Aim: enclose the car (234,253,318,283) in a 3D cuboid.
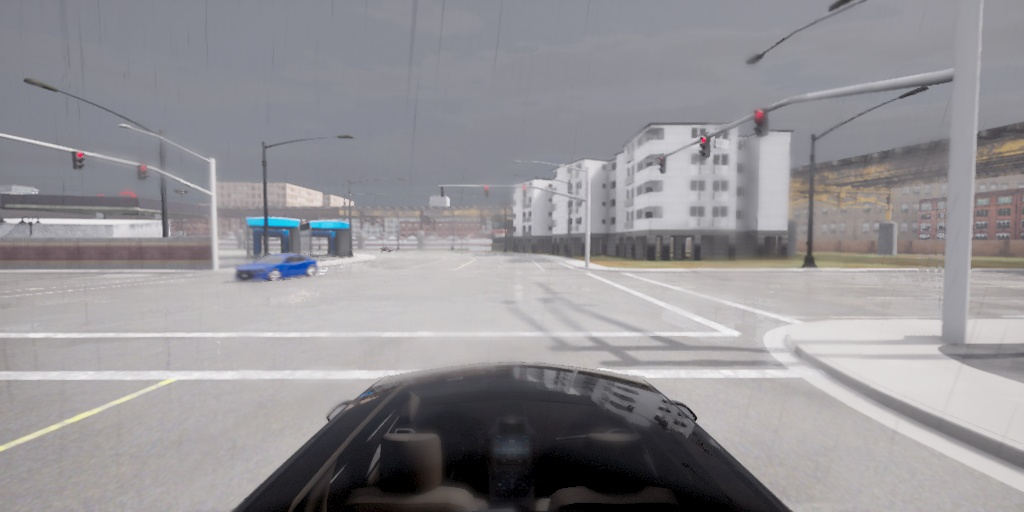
[{"bbox_3d":[-13.318,0.643,20.619,1.882,1.535,5.008,0,2,5],"label":"car"}]
